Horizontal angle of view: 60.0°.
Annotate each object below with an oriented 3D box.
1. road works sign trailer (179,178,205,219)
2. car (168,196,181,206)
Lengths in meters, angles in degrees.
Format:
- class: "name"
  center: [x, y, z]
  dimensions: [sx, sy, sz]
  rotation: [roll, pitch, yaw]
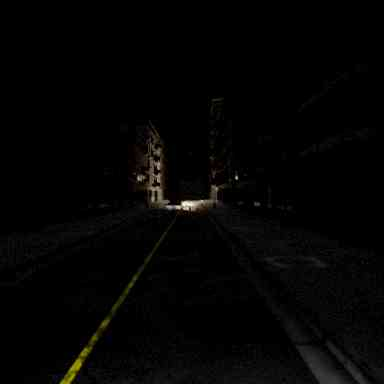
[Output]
- class: "road works sign trailer"
  center: [0.010, 0.562, 30.358]
  dimensions: [2.380, 3.560, 2.880]
  rotation: [0, 0, 0]
- class: "car"
  center: [-3.040, 1.561, 58.991]
  dimensions: [2.097, 1.767, 4.553]
  rotation: [0, 0, 1]
